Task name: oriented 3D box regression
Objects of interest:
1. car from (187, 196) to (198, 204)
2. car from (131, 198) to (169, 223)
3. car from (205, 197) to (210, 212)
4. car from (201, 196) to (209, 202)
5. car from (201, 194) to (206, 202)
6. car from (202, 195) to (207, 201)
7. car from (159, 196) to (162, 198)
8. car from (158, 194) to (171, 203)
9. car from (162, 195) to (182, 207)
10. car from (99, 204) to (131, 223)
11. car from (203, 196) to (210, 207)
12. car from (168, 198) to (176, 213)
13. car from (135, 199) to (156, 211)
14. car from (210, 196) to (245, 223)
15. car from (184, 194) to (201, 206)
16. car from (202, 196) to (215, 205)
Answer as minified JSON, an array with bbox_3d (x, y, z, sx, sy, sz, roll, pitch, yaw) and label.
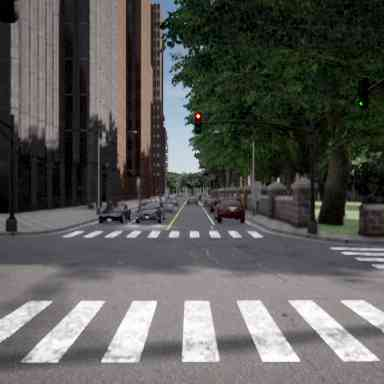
[{"bbox_3d":[0.070,1.580,65.786,1.994,1.385,4.181,0,0,0],"label":"car"},{"bbox_3d":[-3.079,1.501,25.519,1.837,1.490,4.892,0,0,1],"label":"car"},{"bbox_3d":[2.802,1.566,36.160,1.947,1.339,4.313,0,0,0],"label":"car"},{"bbox_3d":[2.842,1.548,74.526,1.752,1.417,4.829,0,0,0],"label":"car"},{"bbox_3d":[2.819,1.449,52.530,1.967,1.590,4.097,0,0,0],"label":"car"},{"bbox_3d":[2.813,1.557,47.074,2.008,1.369,4.403,0,0,0],"label":"car"},{"bbox_3d":[-5.712,1.588,47.075,1.802,1.307,4.206,0,0,0],"label":"car"},{"bbox_3d":[-5.689,1.333,68.904,2.192,1.841,5.009,0,0,0],"label":"car"},{"bbox_3d":[-3.024,1.570,49.985,1.994,1.385,4.181,0,0,0],"label":"car"},{"bbox_3d":[-5.735,1.561,25.248,1.947,1.339,4.313,0,0,0],"label":"car"},{"bbox_3d":[2.808,1.554,41.617,2.008,1.369,4.403,0,0,0],"label":"car"},{"bbox_3d":[-3.061,1.601,36.569,1.895,1.301,4.718,0,0,0],"label":"car"},{"bbox_3d":[-5.718,1.554,41.618,2.008,1.369,4.403,0,0,0],"label":"car"},{"bbox_3d":[2.790,1.311,25.248,2.192,1.841,5.009,0,0,0],"label":"car"},{"bbox_3d":[0.115,1.503,55.805,2.128,1.511,4.902,0,0,1],"label":"car"},{"bbox_3d":[2.825,1.452,57.987,1.967,1.590,4.097,0,0,0],"label":"car"}]
